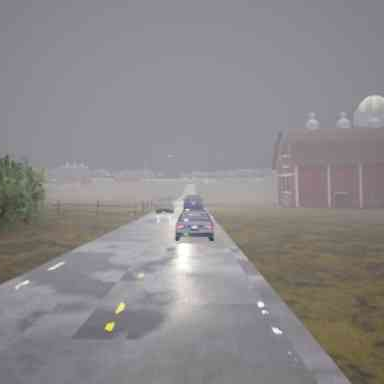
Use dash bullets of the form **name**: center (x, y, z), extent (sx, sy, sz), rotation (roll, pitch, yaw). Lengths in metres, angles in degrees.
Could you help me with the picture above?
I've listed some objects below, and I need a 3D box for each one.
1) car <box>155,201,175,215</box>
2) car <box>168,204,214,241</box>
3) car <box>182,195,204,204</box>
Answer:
- **car**: center (-2.806, 1.640, 35.762), extent (2.033, 1.411, 5.357), rotation (0, 0, 0)
- **car**: center (0.115, 1.569, 16.889), extent (2.033, 1.411, 5.357), rotation (0, 0, 0)
- **car**: center (0.139, 1.319, 36.500), extent (2.150, 2.045, 5.566), rotation (0, 0, 0)
